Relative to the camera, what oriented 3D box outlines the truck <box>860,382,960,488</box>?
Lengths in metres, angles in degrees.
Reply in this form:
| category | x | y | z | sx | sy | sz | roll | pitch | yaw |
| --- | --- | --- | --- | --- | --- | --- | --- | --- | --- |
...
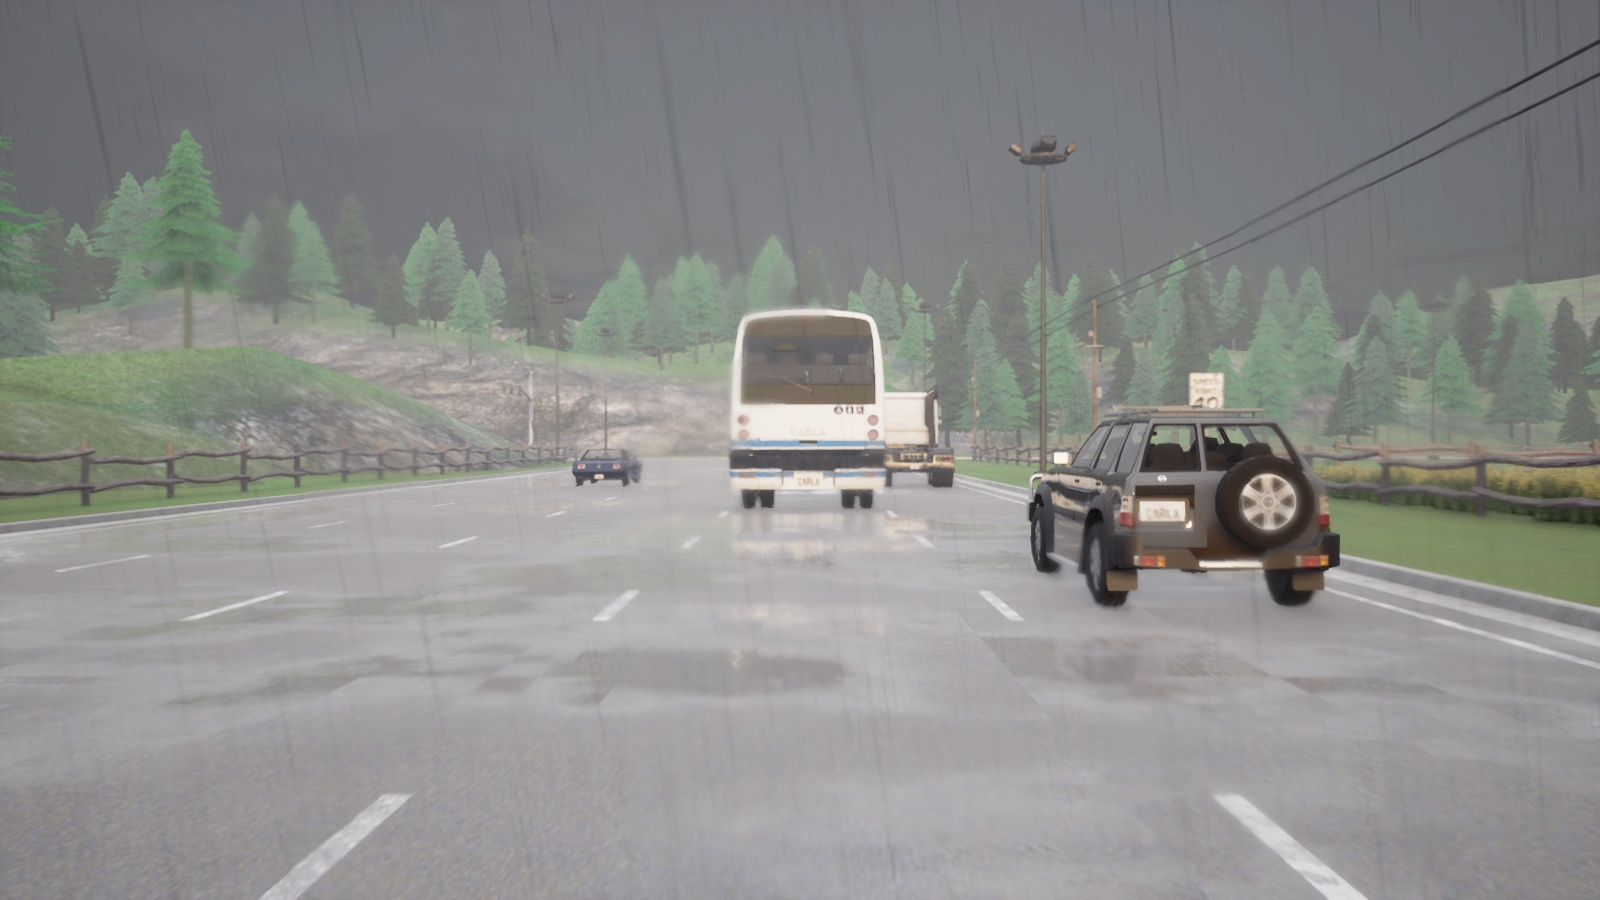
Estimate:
| category | x | y | z | sx | sy | sz | roll | pitch | yaw |
| --- | --- | --- | --- | --- | --- | --- | --- | --- | --- |
| truck | 3.771 | -0.508 | 44.860 | 2.891 | 3.462 | 7.936 | 0 | 0 | 0 |

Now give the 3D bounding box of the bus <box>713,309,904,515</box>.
| category | x | y | z | sx | sy | sz | roll | pitch | yaw |
| --- | --- | --- | --- | --- | --- | --- | --- | --- | --- |
| bus | 0.196 | -0.821 | 31.058 | 3.944 | 4.253 | 10.273 | 0 | 0 | 0 |

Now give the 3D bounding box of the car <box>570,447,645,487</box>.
| category | x | y | z | sx | sy | sz | roll | pitch | yaw |
| --- | --- | --- | --- | --- | --- | --- | --- | --- | --- |
| car | -6.733 | 0.569 | 44.341 | 1.895 | 1.301 | 4.718 | 0 | 0 | 0 |

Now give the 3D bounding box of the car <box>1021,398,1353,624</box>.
| category | x | y | z | sx | sy | sz | roll | pitch | yaw |
| --- | --- | --- | --- | --- | --- | --- | --- | --- | --- |
| car | 3.587 | 0.488 | 12.618 | 1.932 | 1.855 | 4.605 | 0 | 0 | 0 |
